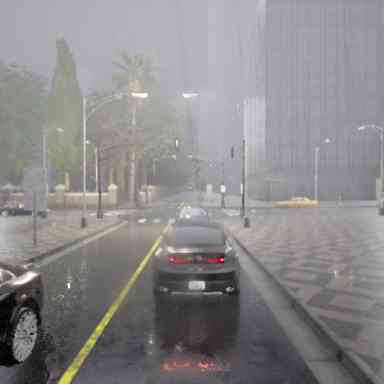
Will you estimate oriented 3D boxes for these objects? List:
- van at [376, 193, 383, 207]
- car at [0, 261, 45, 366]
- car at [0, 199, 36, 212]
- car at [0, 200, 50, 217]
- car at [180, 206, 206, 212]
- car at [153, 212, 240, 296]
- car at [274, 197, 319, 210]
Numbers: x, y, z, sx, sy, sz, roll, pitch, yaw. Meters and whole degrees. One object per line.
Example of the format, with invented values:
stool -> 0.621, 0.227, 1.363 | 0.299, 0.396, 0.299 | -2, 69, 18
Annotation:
van -> 23.300, 0.939, 37.965 | 3.998, 1.788, 1.690 | -1, 1, 0
car -> -3.087, 1.487, 2.972 | 2.128, 1.511, 4.902 | 0, 0, 0
car -> -20.455, 1.539, 38.188 | 4.206, 1.307, 1.802 | 0, 1, 0
car -> -14.961, 1.555, 29.634 | 4.403, 1.369, 2.008 | 0, 1, 0
car -> 0.074, 1.505, 18.348 | 2.033, 1.411, 5.357 | 0, 0, 1
car -> 0.091, 1.489, 8.617 | 1.837, 1.490, 4.892 | 0, 0, 0
car -> 11.892, 1.245, 38.025 | 4.829, 1.417, 1.752 | -1, 1, 0
